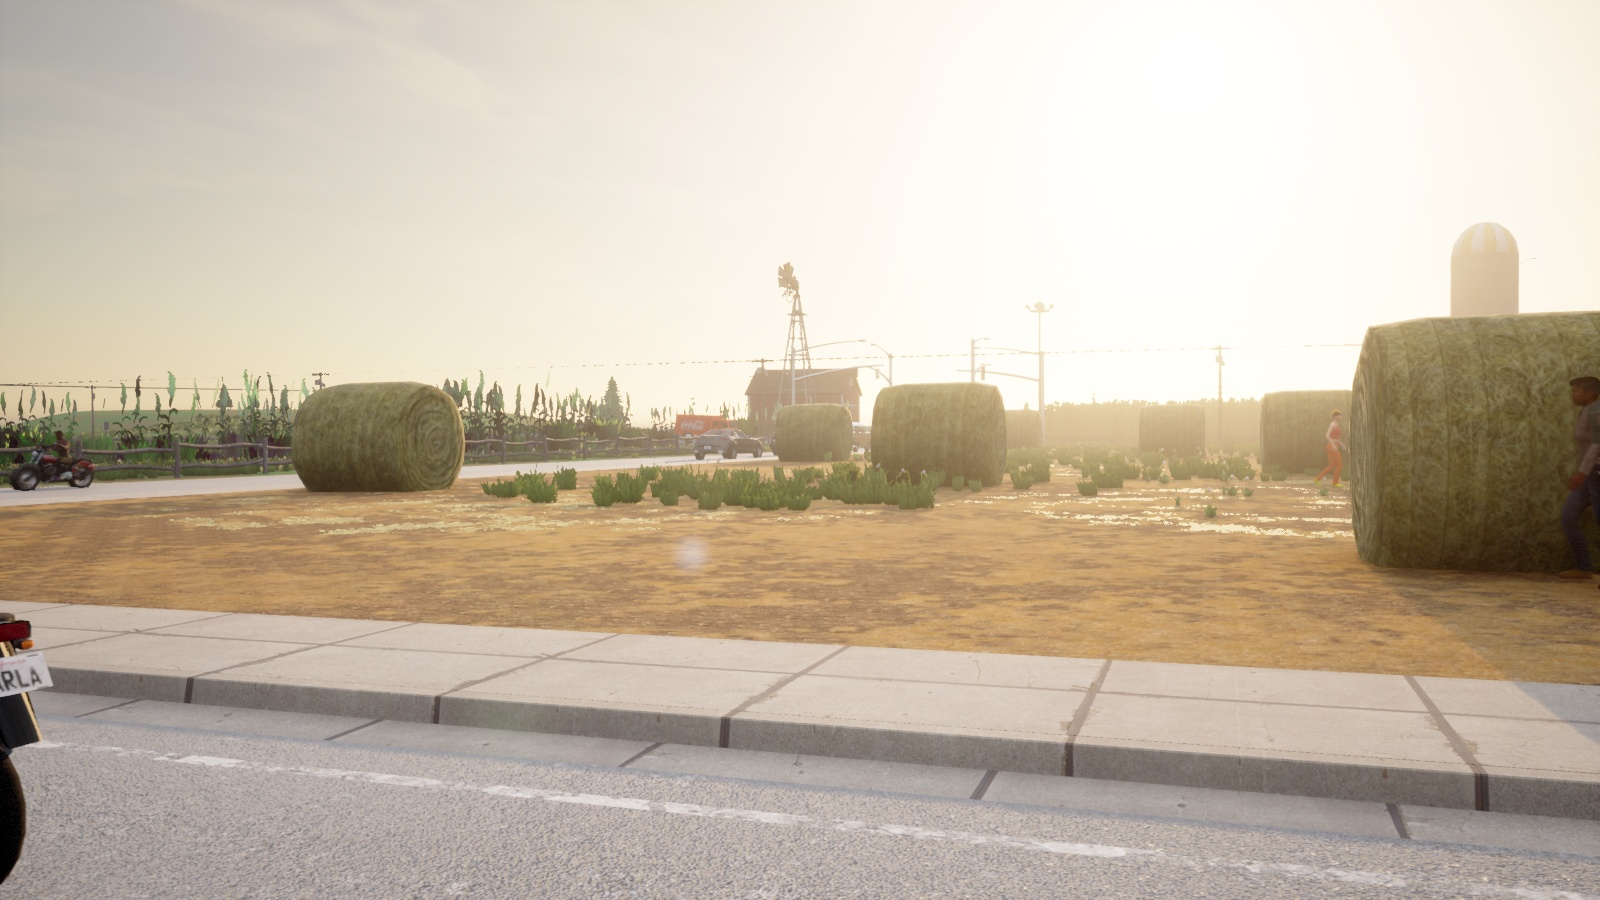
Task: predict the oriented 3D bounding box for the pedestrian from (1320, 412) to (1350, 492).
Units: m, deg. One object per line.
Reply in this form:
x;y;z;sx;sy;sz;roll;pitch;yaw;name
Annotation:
12.371;0.033;29.035;0.594;1.836;0.345;1;1;28;pedestrian

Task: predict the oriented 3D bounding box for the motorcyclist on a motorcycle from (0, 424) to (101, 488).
-20.133;0.126;33.777;0.766;1.649;2.350;1;1;21;motorcyclist on a motorcycle

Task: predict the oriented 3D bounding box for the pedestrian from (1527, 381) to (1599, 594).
6.779;0.315;10.789;0.869;1.805;0.328;1;1;22;pedestrian

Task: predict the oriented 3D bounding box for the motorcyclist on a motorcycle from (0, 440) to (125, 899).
-3.473;0.726;4.362;2.044;1.523;0.797;0;1;19;motorcyclist on a motorcycle

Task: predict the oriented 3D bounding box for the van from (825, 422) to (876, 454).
3.459;-0.823;84.409;2.069;2.038;4.480;1;1;21;van

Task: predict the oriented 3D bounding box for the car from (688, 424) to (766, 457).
-3.765;-0.500;65.967;2.152;1.651;5.027;1;1;21;car
